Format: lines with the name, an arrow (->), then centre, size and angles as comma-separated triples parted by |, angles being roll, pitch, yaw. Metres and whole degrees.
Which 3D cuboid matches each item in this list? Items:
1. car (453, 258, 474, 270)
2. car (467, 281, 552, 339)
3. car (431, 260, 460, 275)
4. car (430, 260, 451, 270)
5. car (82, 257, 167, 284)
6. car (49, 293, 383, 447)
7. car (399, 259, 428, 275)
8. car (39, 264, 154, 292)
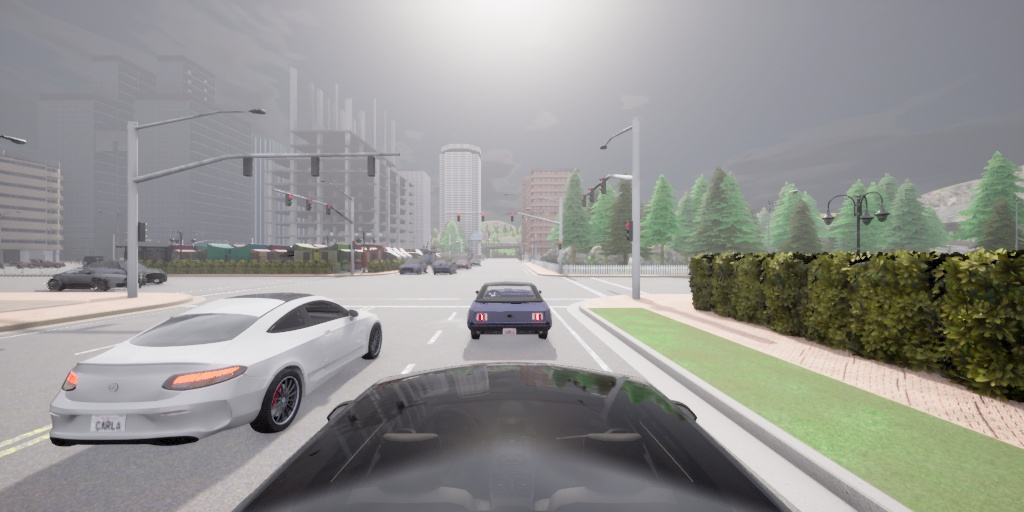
car -> -7.076, 1.227, 51.758 | 1.882, 1.535, 5.008 | 0, 0, 0
car -> -0.092, 1.351, 9.997 | 1.895, 1.301, 4.718 | 0, 0, -1
car -> -7.109, 1.351, 38.166 | 1.895, 1.301, 4.718 | 0, 0, 0
car -> -10.573, 1.297, 53.295 | 2.033, 1.411, 5.357 | 0, 0, 0
car -> -26.340, 1.102, 24.381 | 4.553, 1.767, 2.097 | 0, 0, 2
car -> -3.506, 1.276, 5.389 | 1.812, 1.442, 4.674 | 0, 0, -1
car -> -10.607, 1.102, 38.700 | 2.097, 1.767, 4.553 | 0, 0, 0
car -> -23.972, 1.314, 20.816 | 4.181, 1.385, 1.994 | 0, 0, 2
